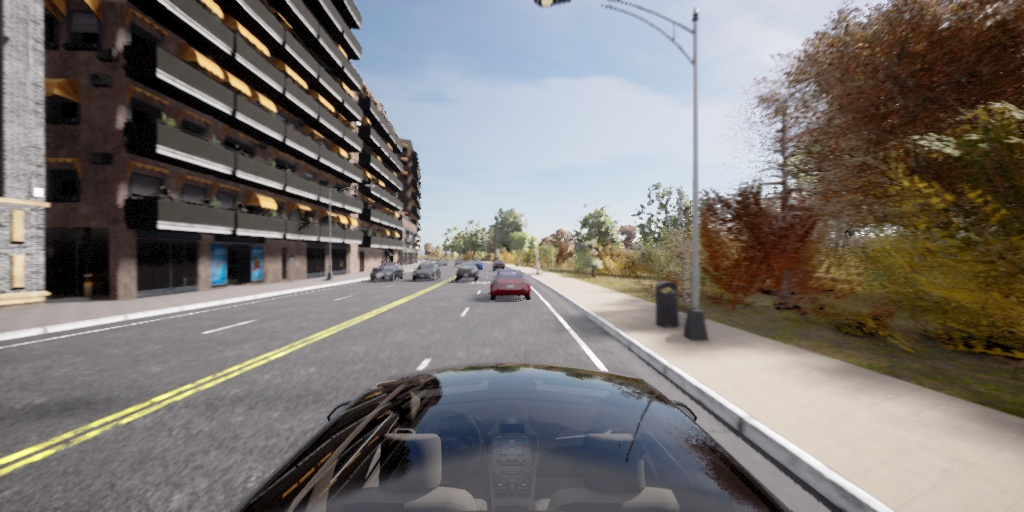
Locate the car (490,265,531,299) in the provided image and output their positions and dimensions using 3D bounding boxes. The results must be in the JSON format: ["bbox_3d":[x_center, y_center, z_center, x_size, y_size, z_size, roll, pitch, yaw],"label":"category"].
[{"bbox_3d":[-0.113,1.369,18.483,1.994,1.385,4.181,0,0,-1],"label":"car"}]

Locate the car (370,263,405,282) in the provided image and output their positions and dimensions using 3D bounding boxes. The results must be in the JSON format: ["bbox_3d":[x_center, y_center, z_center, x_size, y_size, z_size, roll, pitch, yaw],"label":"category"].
[{"bbox_3d":[-10.450,1.359,30.346,2.128,1.511,4.902,0,0,-2],"label":"car"}]

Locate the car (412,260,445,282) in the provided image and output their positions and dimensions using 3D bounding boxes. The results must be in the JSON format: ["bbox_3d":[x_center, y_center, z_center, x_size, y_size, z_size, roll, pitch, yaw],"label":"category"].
[{"bbox_3d":[-7.212,1.366,30.659,1.837,1.490,4.892,0,0,-2],"label":"car"}]

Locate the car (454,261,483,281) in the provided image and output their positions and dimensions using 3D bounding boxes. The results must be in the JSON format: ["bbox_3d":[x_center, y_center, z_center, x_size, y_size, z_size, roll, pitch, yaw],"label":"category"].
[{"bbox_3d":[-3.785,1.377,31.058,1.812,1.442,4.674,0,0,-2],"label":"car"}]

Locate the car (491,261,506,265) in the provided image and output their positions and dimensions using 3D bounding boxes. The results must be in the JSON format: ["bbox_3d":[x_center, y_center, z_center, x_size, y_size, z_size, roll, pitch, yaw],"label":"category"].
[{"bbox_3d":[-1.968,1.411,53.138,1.837,1.490,4.892,0,0,-5],"label":"car"}]
